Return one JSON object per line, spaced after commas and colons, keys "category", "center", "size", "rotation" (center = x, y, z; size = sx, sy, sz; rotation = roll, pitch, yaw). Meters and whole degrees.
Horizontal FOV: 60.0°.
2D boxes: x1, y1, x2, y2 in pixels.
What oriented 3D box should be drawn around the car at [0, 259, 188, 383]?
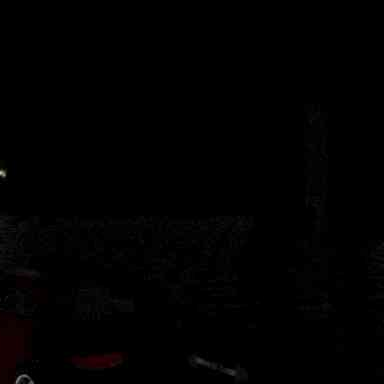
{"category": "car", "center": [-1.982, 1.576, 4.379], "size": [4.206, 1.307, 1.802], "rotation": [0, 0, 36]}
